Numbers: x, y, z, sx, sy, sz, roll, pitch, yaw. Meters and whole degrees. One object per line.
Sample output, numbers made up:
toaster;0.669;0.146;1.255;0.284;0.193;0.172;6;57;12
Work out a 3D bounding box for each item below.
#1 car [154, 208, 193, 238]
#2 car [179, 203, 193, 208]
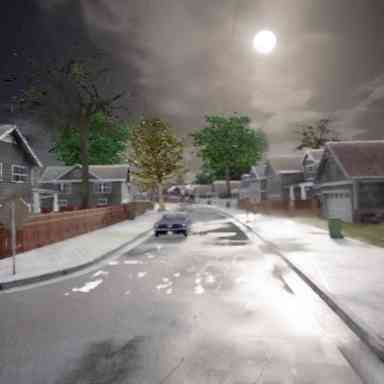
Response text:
car;-1.053;1.885;19.796;1.895;1.301;4.718;-2;-1;3
car;-0.819;2.081;44.646;1.895;1.301;4.718;-2;-1;-2
